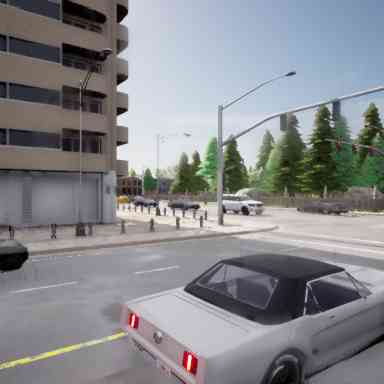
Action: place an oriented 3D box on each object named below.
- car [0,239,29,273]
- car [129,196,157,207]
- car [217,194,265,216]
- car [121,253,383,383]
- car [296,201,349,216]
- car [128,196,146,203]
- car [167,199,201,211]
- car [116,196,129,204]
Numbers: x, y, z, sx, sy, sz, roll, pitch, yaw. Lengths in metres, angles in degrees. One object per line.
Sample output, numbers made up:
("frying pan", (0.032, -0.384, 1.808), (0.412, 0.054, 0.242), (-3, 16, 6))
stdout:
("car", (-6.597, 1.601, 7.888), (4.718, 1.301, 1.895), (0, 0, -35))
("car", (-7.253, 1.603, 51.245), (2.033, 1.411, 5.357), (0, 0, -36))
("car", (4.933, 1.278, 34.252), (2.150, 2.045, 5.566), (0, 0, -36))
("car", (1.516, 1.601, 4.858), (4.718, 1.301, 1.895), (0, 0, -35))
("car", (13.292, 1.603, 34.094), (2.033, 1.411, 5.357), (0, 0, -28))
("car", (-11.564, 1.581, 69.531), (1.812, 1.442, 4.674), (0, 0, -36))
("car", (-1.127, 1.603, 42.683), (2.033, 1.411, 5.357), (0, 0, -36))
("car", (-14.180, 1.533, 67.183), (1.882, 1.535, 5.008), (0, 0, -36))
